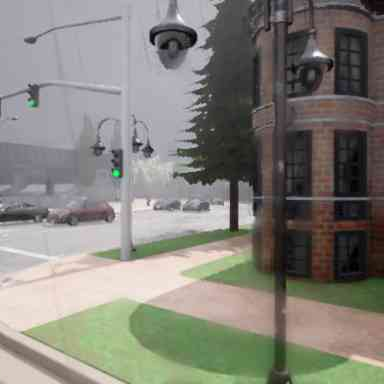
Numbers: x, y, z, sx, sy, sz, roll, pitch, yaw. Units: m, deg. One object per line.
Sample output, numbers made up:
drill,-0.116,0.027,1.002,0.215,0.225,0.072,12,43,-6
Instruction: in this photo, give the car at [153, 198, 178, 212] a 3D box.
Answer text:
car,-2.720,1.428,37.720,2.128,1.511,4.902,0,0,22

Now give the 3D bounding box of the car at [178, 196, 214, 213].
car,0.513,1.471,36.384,1.812,1.442,4.674,0,0,22

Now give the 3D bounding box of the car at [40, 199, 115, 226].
car,-7.553,1.301,22.882,2.097,1.767,4.553,0,0,34

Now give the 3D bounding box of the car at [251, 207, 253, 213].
car,7.517,1.489,34.712,1.812,1.442,4.674,0,0,22

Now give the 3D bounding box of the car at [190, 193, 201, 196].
car,0.567,1.135,54.858,2.150,2.045,5.566,0,0,-3

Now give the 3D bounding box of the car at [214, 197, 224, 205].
car,4.062,1.526,55.050,1.994,1.385,4.181,0,0,-3

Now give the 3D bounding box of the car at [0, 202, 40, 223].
car,-12.133,1.429,22.413,2.128,1.511,4.902,0,0,35
